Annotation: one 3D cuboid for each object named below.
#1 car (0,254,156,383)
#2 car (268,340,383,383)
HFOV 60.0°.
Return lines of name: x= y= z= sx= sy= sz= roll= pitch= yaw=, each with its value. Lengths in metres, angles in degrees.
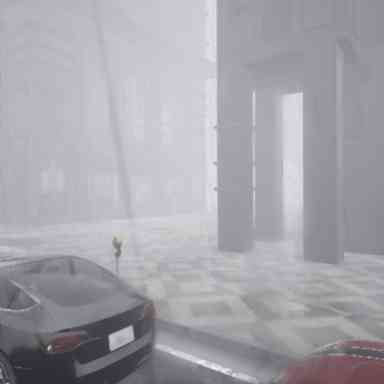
car: x=-2.431 y=1.568 z=4.703 sx=4.313 sy=1.339 sz=1.947 roll=0 pitch=0 yaw=36
car: x=2.130 y=1.440 z=1.449 sx=4.097 sy=1.590 sz=1.967 roll=0 pitch=0 yaw=36
